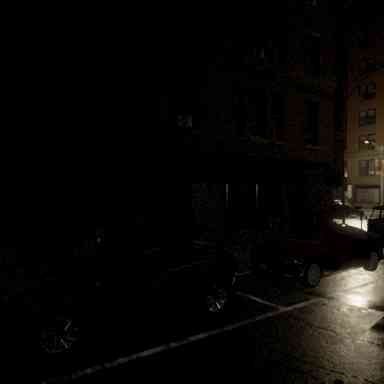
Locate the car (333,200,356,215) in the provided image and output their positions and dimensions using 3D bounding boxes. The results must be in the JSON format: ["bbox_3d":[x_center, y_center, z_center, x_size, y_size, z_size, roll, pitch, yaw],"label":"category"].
[{"bbox_3d":[11.681,1.584,28.209,1.895,1.301,4.718,0,0,-36],"label":"car"}]

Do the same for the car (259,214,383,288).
[{"bbox_3d":[3.551,1.544,9.255,4.507,1.381,1.887,0,0,-35],"label":"car"}]

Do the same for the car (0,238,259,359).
[{"bbox_3d":[-1.070,1.566,5.988,4.313,1.339,1.947,0,0,-35],"label":"car"}]

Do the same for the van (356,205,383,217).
[{"bbox_3d":[8.174,1.338,12.522,3.998,1.788,1.690,0,0,-35],"label":"van"}]

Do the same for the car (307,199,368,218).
[{"bbox_3d":[13.521,1.487,31.207,2.128,1.511,4.902,0,0,-36],"label":"car"}]
